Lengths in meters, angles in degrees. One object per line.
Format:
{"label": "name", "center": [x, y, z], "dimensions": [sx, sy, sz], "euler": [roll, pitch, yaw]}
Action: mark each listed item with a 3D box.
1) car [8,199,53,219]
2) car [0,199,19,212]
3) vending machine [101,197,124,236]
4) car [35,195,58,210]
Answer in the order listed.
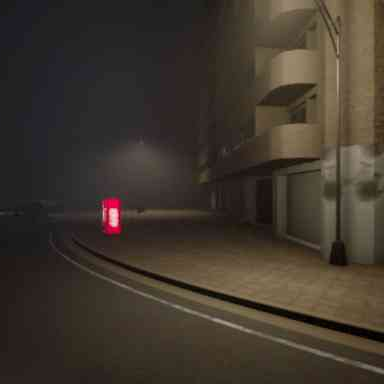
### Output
{"label": "car", "center": [-14.957, 1.680, 31.050], "dimensions": [1.812, 1.442, 4.674], "euler": [0, 0, -5]}
{"label": "car", "center": [-22.917, 1.695, 42.570], "dimensions": [2.128, 1.511, 4.902], "euler": [0, -1, -3]}
{"label": "vending machine", "center": [-4.393, 1.303, 18.268], "dimensions": [1.100, 2.100, 0.880], "euler": [0, 0, -22]}
{"label": "car", "center": [-19.481, 1.428, 43.826], "dimensions": [2.150, 2.045, 5.566], "euler": [0, -1, -4]}
